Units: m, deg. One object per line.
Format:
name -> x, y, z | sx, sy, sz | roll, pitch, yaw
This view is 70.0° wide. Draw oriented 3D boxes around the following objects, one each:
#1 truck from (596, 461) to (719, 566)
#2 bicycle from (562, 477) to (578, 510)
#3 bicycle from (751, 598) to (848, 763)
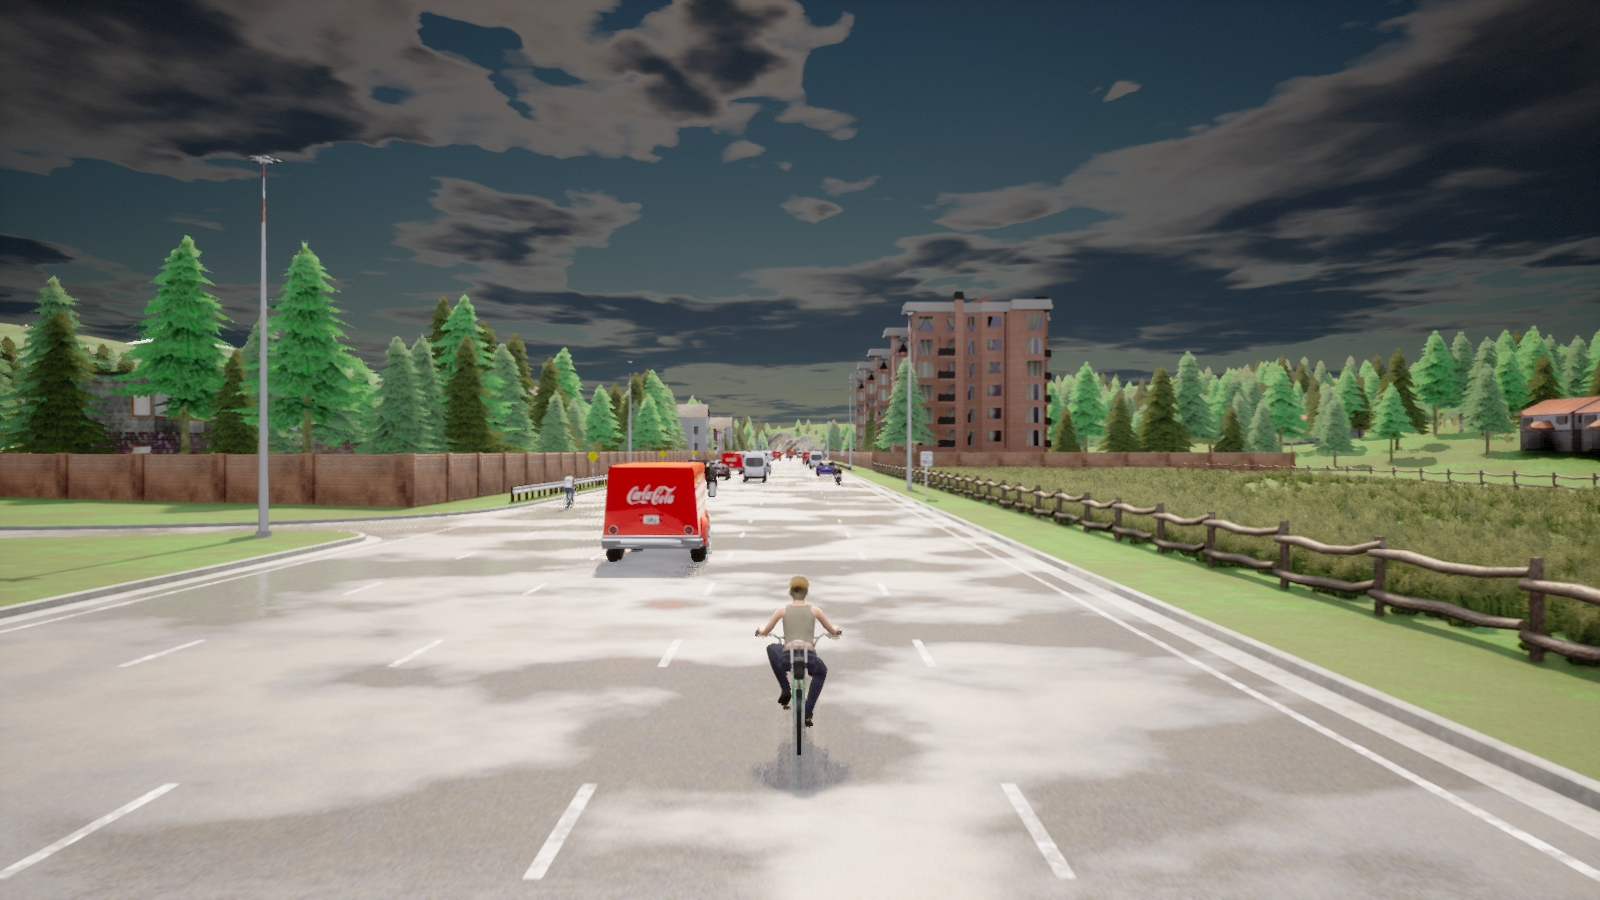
truck -> -3.611, 1.567, 30.157 | 2.627, 2.467, 5.204 | 0, 0, 0
bicycle -> -10.792, 2.051, 53.620 | 0.373, 1.496, 1.643 | 0, 0, 0
bicycle -> -0.012, 2.157, 10.942 | 0.859, 1.276, 1.487 | 0, 0, -1
